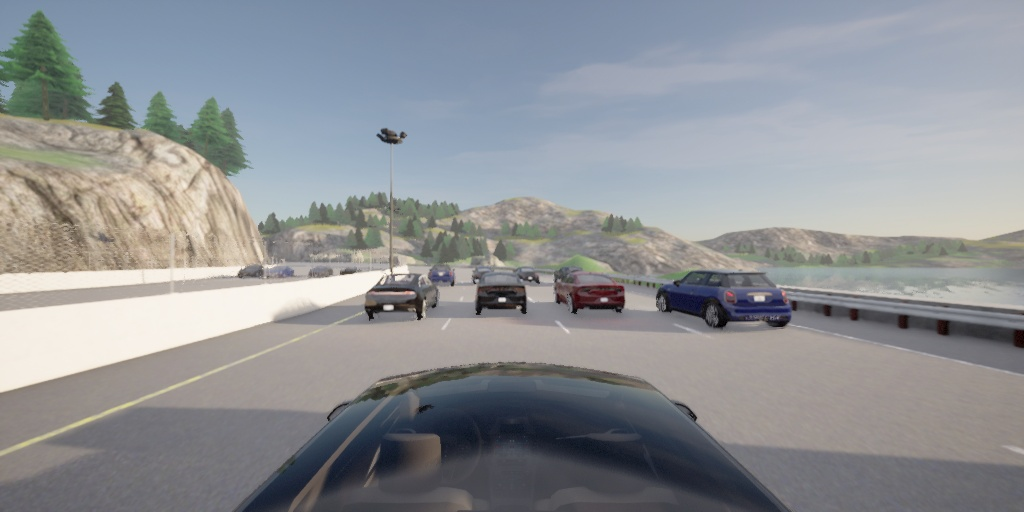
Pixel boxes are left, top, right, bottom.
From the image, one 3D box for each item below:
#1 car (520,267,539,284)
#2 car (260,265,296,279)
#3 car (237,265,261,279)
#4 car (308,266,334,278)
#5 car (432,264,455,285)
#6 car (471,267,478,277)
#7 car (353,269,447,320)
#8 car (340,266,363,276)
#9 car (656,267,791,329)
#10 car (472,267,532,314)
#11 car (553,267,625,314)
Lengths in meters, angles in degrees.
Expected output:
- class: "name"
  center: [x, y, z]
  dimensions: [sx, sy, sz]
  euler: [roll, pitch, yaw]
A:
- class: "car"
  center: [1.099, 1.635, 30.909]
  dimensions: [1.812, 1.442, 4.674]
  euler: [0, -1, -9]
- class: "car"
  center: [-25.892, 1.805, 40.185]
  dimensions: [1.812, 1.442, 4.674]
  euler: [0, -1, -14]
- class: "car"
  center: [-29.821, 1.810, 41.518]
  dimensions: [1.837, 1.490, 4.892]
  euler: [0, -1, -14]
- class: "car"
  center: [-23.147, 1.865, 43.741]
  dimensions: [2.033, 1.411, 5.357]
  euler: [0, -1, -14]
- class: "car"
  center: [-5.790, 1.461, 29.699]
  dimensions: [2.097, 1.767, 4.553]
  euler: [0, -1, -9]
- class: "car"
  center: [-2.455, 1.643, 30.963]
  dimensions: [1.812, 1.442, 4.674]
  euler: [0, -1, -9]
- class: "car"
  center: [-3.922, 1.394, 13.389]
  dimensions: [2.128, 1.511, 4.902]
  euler: [0, -1, -3]
- class: "car"
  center: [-19.577, 1.913, 43.850]
  dimensions: [1.895, 1.301, 4.718]
  euler: [0, -1, -14]
- class: "car"
  center: [6.673, 1.215, 11.956]
  dimensions: [2.097, 1.767, 4.553]
  euler: [0, -1, -3]
- class: "car"
  center: [-0.513, 1.391, 14.820]
  dimensions: [1.882, 1.535, 5.008]
  euler: [0, -1, -4]
- class: "car"
  center: [3.000, 1.383, 14.788]
  dimensions: [1.882, 1.535, 5.008]
  euler: [0, -1, -4]
